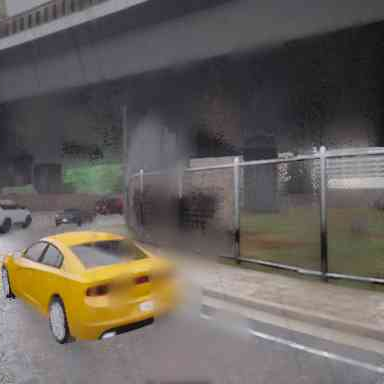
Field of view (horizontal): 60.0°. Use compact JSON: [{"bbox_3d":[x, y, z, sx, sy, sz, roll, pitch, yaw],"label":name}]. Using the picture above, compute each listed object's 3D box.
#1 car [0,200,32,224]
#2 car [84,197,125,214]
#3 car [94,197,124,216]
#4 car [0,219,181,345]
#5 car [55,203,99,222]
[{"bbox_3d":[-12.387,1.532,21.564,2.150,2.045,5.566,0,-1,-6],"label":"car"},{"bbox_3d":[-11.373,1.744,43.711,2.150,2.045,5.566,-1,-1,27],"label":"car"},{"bbox_3d":[-9.543,1.806,38.411,2.097,1.767,4.553,-1,-1,22],"label":"car"},{"bbox_3d":[-2.321,1.562,6.735,1.882,1.535,5.008,-1,0,-42],"label":"car"},{"bbox_3d":[-9.042,1.854,25.873,1.812,1.442,4.674,-1,-1,0],"label":"car"}]
